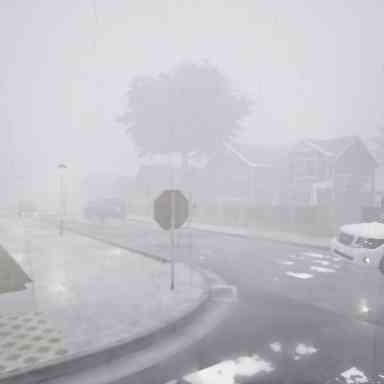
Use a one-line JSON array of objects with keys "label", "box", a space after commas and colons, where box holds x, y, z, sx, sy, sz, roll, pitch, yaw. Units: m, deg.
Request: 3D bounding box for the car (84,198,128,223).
[{"label": "car", "box": [-7.501, 1.500, 28.726, 2.150, 2.045, 5.566, 1, -1, -35]}]

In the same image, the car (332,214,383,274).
[{"label": "car", "box": [7.243, 1.363, 10.054, 5.566, 2.045, 2.150, 0, 3, -3]}]

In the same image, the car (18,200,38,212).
[{"label": "car", "box": [-21.982, 1.878, 44.545, 1.837, 1.490, 4.892, 1, -1, -35]}]
